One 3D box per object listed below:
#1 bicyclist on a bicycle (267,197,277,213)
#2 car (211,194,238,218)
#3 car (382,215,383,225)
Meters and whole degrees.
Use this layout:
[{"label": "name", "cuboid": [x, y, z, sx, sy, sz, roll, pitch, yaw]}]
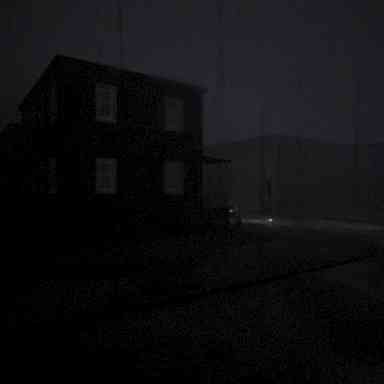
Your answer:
[{"label": "bicyclist on a bicycle", "cuboid": [8.398, 1.349, 34.833, 1.656, 1.620, 0.582, 0, 0, -35]}, {"label": "car", "cuboid": [1.650, 1.222, 29.831, 2.150, 2.045, 5.566, 0, 0, -35]}, {"label": "car", "cuboid": [14.033, 1.353, 20.021, 4.553, 1.767, 2.097, 0, -1, 30]}]
